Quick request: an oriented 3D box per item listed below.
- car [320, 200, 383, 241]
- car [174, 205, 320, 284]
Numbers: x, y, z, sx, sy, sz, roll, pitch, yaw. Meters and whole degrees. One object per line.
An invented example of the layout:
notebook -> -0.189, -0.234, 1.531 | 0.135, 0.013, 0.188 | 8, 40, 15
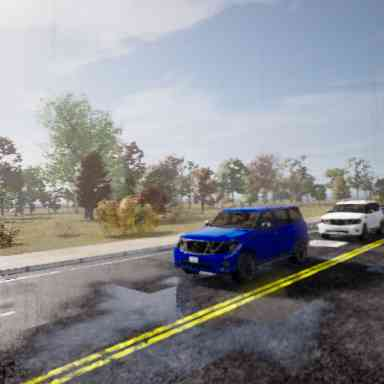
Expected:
car -> 9.184, 1.514, 18.836 | 2.150, 2.045, 5.566 | -3, -2, 43
car -> 1.904, 1.477, 10.931 | 2.150, 2.045, 5.566 | -3, -2, 43
